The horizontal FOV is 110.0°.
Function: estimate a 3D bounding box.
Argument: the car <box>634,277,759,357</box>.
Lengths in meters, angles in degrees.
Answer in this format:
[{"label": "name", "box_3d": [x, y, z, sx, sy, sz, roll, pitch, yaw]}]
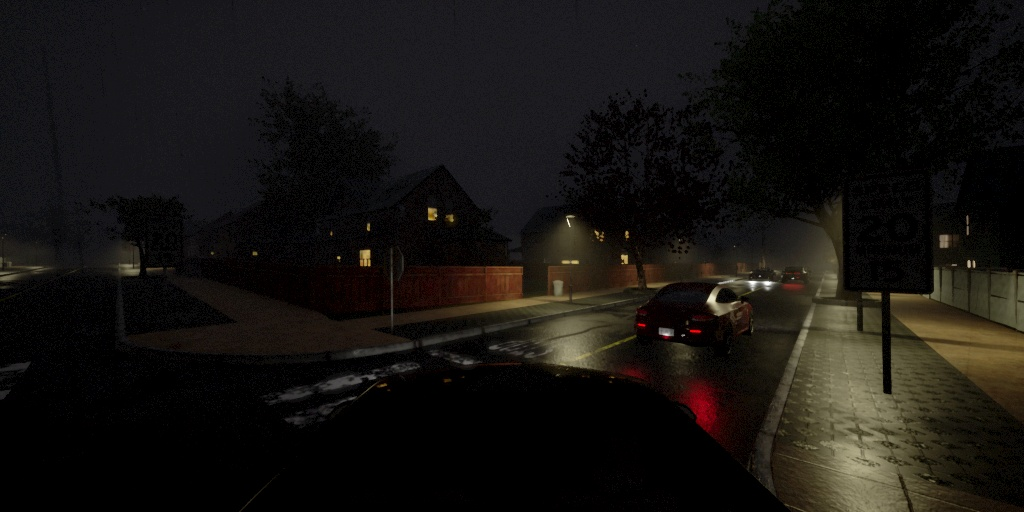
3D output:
[{"label": "car", "box_3d": [4.587, 1.366, 8.836, 1.812, 1.442, 4.674, -1, -1, 42]}]

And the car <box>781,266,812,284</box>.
[{"label": "car", "box_3d": [26.164, 1.730, 33.093, 1.837, 1.490, 4.892, -1, -1, 42]}]

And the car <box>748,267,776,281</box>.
[{"label": "car", "box_3d": [25.876, 1.854, 37.007, 1.994, 1.385, 4.181, -1, -1, 42]}]
